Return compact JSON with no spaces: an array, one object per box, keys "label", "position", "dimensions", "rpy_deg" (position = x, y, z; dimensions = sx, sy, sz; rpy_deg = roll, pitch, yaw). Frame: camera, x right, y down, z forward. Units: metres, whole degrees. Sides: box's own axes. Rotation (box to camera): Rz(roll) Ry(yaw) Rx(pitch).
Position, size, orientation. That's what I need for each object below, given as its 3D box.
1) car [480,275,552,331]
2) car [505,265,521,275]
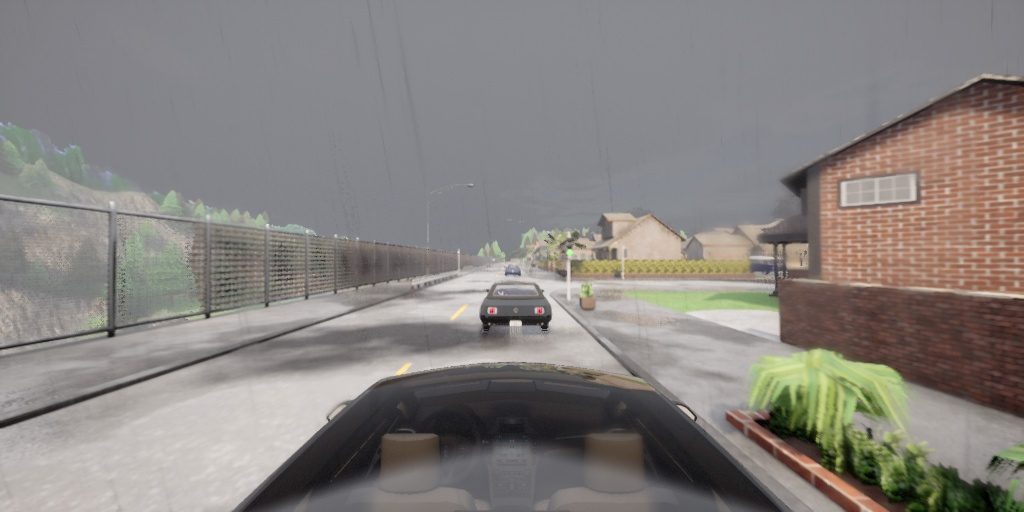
[{"label":"car","position":[0.101,1.460,11.422],"dimensions":[1.895,1.301,4.718],"rpy_deg":[0,-1,0]},{"label":"car","position":[0.113,1.804,45.217],"dimensions":[1.994,1.385,4.181],"rpy_deg":[0,-1,0]}]
